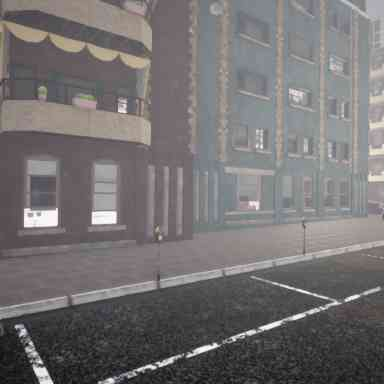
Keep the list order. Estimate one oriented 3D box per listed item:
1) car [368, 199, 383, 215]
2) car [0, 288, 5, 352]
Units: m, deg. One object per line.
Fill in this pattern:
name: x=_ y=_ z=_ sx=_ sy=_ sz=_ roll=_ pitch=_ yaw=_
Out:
car: x=16.142 y=1.241 z=32.640 sx=2.192 sy=1.841 sz=5.009 roll=1 pitch=0 yaw=-36
car: x=-4.195 y=1.566 z=3.097 sx=4.313 sy=1.339 sz=1.947 roll=0 pitch=1 yaw=-35
